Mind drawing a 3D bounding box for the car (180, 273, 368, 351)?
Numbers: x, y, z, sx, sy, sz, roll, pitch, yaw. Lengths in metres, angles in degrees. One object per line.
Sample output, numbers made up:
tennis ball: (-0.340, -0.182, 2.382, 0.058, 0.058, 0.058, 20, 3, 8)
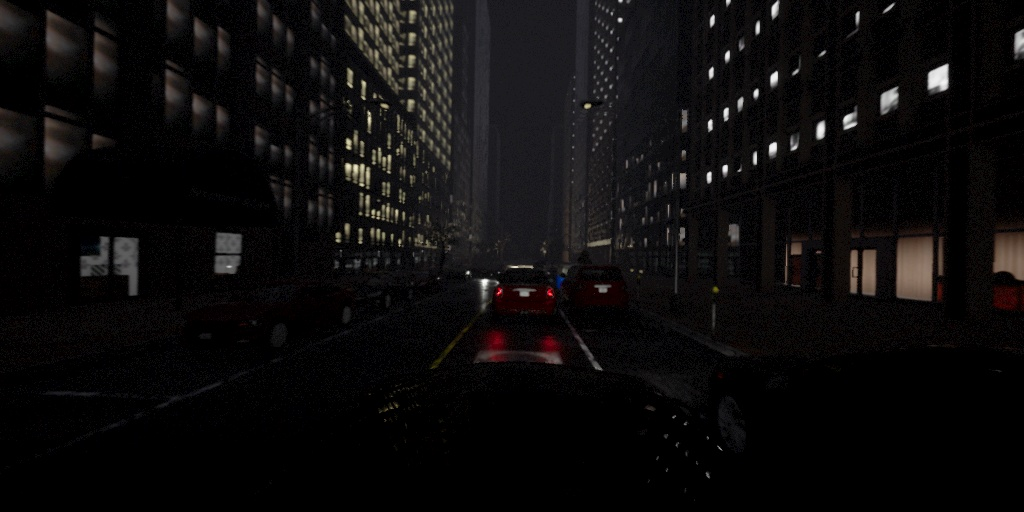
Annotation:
car: (-5.530, 1.246, 8.810, 1.888, 1.381, 4.507, 0, 0, 2)

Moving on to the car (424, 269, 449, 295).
car: (-5.072, 1.382, 20.167, 1.802, 1.307, 4.207, 0, 0, 2)

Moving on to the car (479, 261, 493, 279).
car: (-1.786, 1.511, 35.748, 1.812, 1.442, 4.674, 1, -1, 3)

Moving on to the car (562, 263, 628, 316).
car: (3.071, 1.222, 14.149, 2.192, 1.841, 5.009, 0, 0, 2)

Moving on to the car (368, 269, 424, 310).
car: (-5.302, 1.301, 14.488, 2.007, 1.370, 4.403, 0, 0, 2)

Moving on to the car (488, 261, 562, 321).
car: (0.460, 1.202, 13.169, 2.097, 1.767, 4.553, 1, 0, 2)

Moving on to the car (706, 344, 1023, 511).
car: (3.056, 1.315, 2.126, 1.837, 1.490, 4.892, 1, 0, 2)

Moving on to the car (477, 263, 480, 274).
car: (-4.155, 1.548, 42.882, 2.007, 1.370, 4.403, 0, 0, 2)

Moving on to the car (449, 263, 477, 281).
car: (-4.614, 1.449, 31.525, 2.007, 1.370, 4.403, 0, 0, 2)
